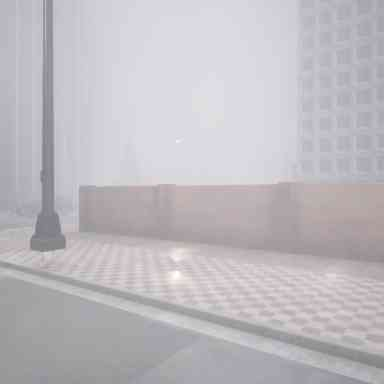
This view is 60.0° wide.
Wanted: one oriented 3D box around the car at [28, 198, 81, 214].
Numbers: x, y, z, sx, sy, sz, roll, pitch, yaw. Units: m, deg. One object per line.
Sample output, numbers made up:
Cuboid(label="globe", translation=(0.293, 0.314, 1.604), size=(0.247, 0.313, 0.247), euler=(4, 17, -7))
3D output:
Cuboid(label="car", translation=(-14.711, 1.478, 35.855), size=(1.882, 1.535, 5.008), euler=(0, 0, 35))

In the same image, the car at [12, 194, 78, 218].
Cuboid(label="car", translation=(-13.752, 1.221, 31.135), size=(2.150, 2.045, 5.566), euler=(0, 0, 35))
